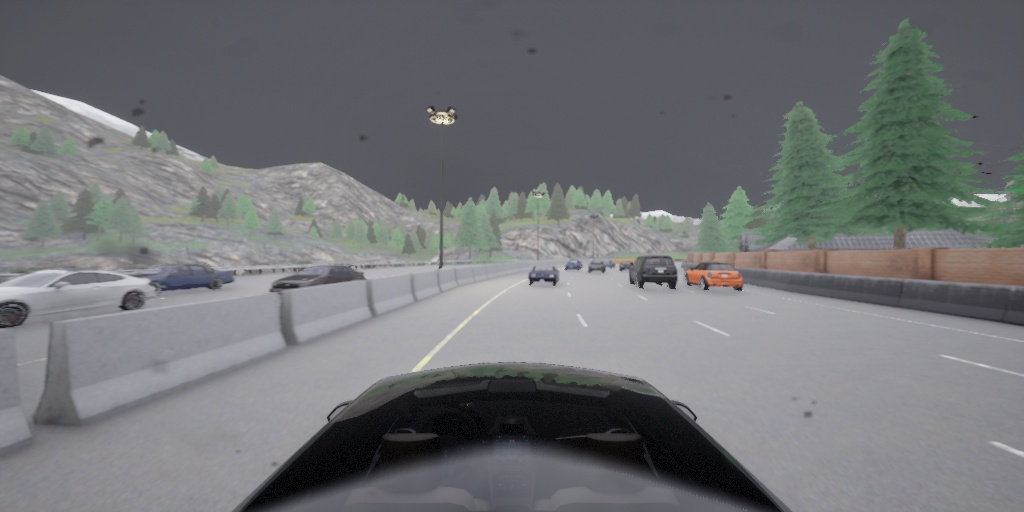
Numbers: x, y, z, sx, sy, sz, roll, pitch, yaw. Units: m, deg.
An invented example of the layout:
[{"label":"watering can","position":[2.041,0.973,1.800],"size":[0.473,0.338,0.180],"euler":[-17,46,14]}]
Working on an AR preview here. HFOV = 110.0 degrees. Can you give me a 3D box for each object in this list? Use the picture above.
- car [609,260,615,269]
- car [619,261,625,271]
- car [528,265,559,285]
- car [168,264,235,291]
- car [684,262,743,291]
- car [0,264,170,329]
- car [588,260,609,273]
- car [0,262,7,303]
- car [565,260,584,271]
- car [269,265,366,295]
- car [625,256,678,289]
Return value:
[{"label":"car","position":[15.322,1.284,57.655],"size":[2.033,1.411,5.357],"euler":[1,0,25]},{"label":"car","position":[15.595,1.366,48.472],"size":[1.895,1.301,4.718],"euler":[1,0,19]},{"label":"car","position":[2.367,1.307,25.572],"size":[1.895,1.301,4.718],"euler":[1,0,10]},{"label":"car","position":[-16.576,1.099,17.623],"size":[2.033,1.411,5.357],"euler":[1,0,6]},{"label":"car","position":[12.571,1.161,22.698],"size":[2.097,1.767,4.553],"euler":[1,0,9]},{"label":"car","position":[-13.644,1.123,10.808],"size":[1.812,1.442,4.674],"euler":[0,0,4]},{"label":"car","position":[10.307,1.223,43.461],"size":[2.128,1.511,4.902],"euler":[1,0,17]},{"label":"car","position":[-20.608,1.009,11.410],"size":[1.882,1.535,5.008],"euler":[0,0,4]},{"label":"car","position":[8.602,1.222,49.557],"size":[1.812,1.442,4.674],"euler":[0,0,19]},{"label":"car","position":[-9.482,1.163,18.170],"size":[2.033,1.411,5.357],"euler":[1,0,7]},{"label":"car","position":[9.097,0.995,23.451],"size":[2.150,2.045,5.566],"euler":[0,0,10]}]
